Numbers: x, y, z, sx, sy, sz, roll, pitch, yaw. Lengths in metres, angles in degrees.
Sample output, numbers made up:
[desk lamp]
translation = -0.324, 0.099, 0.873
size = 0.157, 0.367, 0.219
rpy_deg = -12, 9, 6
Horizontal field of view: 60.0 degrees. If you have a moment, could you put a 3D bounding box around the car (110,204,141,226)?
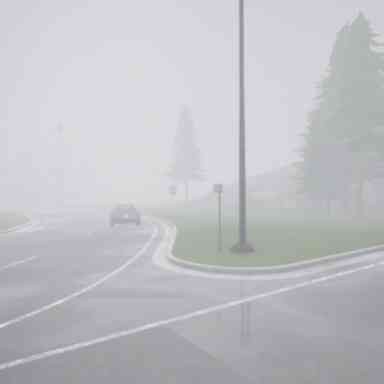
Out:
[car]
translation = -4.593, 1.491, 22.810
size = 1.994, 1.385, 4.181
rpy_deg = 0, 0, -13
